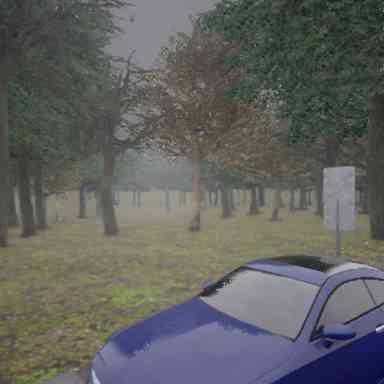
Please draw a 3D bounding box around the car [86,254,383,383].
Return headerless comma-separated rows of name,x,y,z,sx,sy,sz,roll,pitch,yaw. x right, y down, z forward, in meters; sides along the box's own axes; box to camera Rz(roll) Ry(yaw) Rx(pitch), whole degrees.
car,1.185,1.549,3.915,4.674,1.442,1.812,1,0,-35
